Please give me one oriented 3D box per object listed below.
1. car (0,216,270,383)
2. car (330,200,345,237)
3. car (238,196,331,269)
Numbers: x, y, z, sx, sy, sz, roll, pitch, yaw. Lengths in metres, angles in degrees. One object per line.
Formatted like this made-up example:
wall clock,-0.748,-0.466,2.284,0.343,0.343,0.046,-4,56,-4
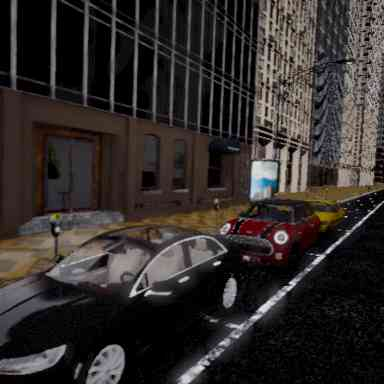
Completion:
car,-0.734,1.220,4.630,2.008,1.369,4.403,5,4,33
car,5.304,0.880,13.971,1.752,1.417,4.829,5,4,33
car,2.335,0.950,9.367,1.967,1.590,4.097,5,4,33
